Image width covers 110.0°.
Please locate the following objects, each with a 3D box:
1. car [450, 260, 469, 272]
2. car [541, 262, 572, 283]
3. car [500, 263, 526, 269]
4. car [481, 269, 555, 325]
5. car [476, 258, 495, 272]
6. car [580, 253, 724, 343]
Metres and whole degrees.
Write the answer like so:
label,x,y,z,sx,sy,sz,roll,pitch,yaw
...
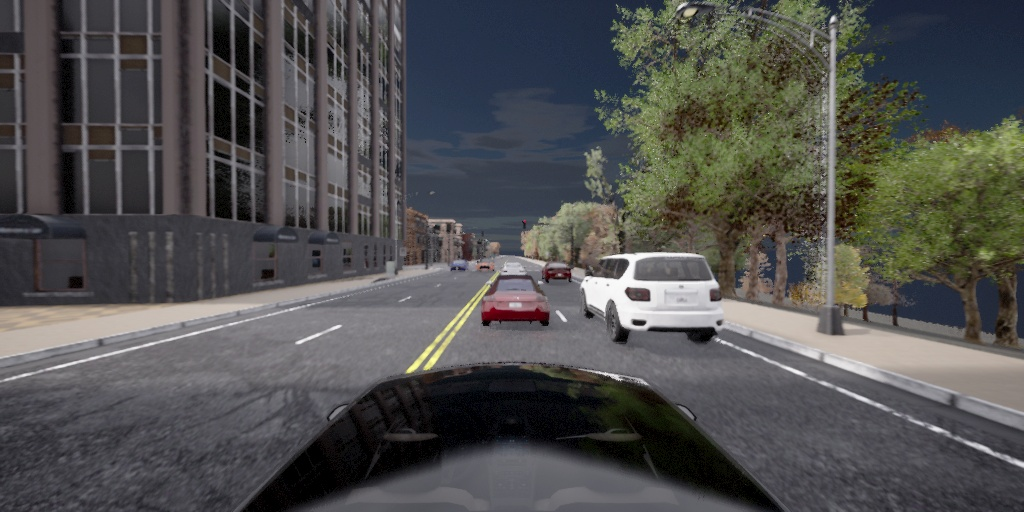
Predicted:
label,x,y,z,sx,sy,sz,roll,pitch,yaw
car,-6.504,1.180,44.807,1.882,1.535,5.008,0,0,0
car,3.347,1.170,27.561,1.882,1.535,5.008,0,0,0
car,0.098,1.219,27.156,1.812,1.442,4.674,0,0,0
car,0.097,1.292,11.671,1.994,1.385,4.181,0,0,0
car,-3.253,1.070,44.836,2.097,1.767,4.553,0,0,0
car,3.349,0.951,9.755,2.150,2.045,5.566,0,0,0
